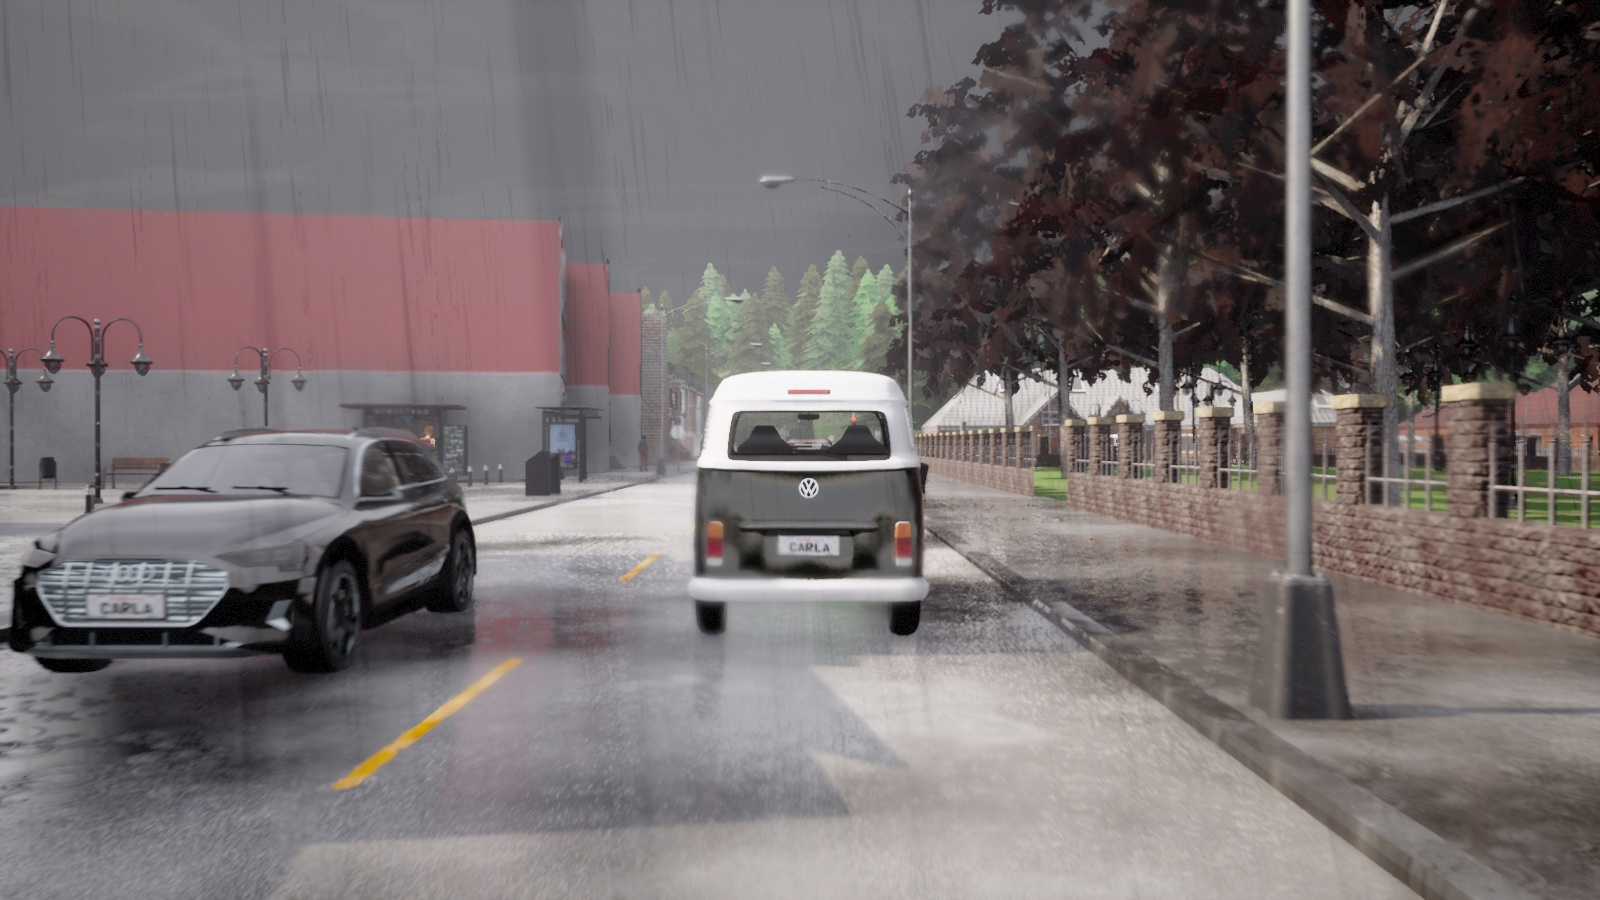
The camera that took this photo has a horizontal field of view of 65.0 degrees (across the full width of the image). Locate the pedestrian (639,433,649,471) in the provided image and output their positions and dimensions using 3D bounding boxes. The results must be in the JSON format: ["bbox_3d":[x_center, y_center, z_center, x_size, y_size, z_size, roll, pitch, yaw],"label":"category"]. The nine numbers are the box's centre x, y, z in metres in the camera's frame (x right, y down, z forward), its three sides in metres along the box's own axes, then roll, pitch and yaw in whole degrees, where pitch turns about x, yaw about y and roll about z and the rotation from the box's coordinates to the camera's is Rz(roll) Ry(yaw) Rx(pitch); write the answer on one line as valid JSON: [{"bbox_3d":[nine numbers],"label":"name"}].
[{"bbox_3d":[-7.678,0.102,61.773,0.353,1.847,0.614,0,0,7],"label":"pedestrian"}]

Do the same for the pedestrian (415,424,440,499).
[{"bbox_3d":[-9.211,0.274,31.054,0.345,1.836,0.594,0,0,15],"label":"pedestrian"}]

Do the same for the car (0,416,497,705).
[{"bbox_3d":[-3.930,0.619,9.603,2.033,1.649,4.856,0,0,0],"label":"car"}]

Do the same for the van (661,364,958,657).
[{"bbox_3d":[0.078,0.408,10.985,2.069,2.038,4.480,0,0,0],"label":"van"}]
